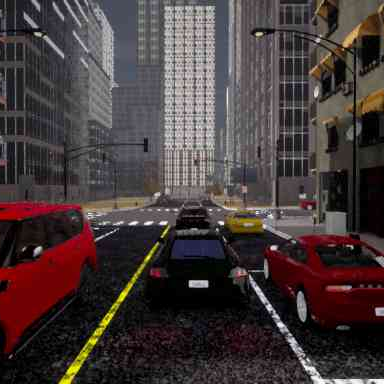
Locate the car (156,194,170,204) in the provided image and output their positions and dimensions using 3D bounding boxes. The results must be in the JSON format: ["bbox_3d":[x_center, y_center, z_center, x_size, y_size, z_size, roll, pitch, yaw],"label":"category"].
[{"bbox_3d":[-5.660,1.541,61.474,1.887,1.381,4.507,-1,0,0],"label":"car"}]

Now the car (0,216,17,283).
[{"bbox_3d":[-5.696,1.439,6.914,1.967,1.590,4.097,-1,0,0],"label":"car"}]

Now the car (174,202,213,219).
[{"bbox_3d":[0.087,1.502,17.763,1.837,1.490,4.892,0,0,-1],"label":"car"}]

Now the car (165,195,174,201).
[{"bbox_3d":[-5.648,1.522,83.543,1.752,1.417,4.829,-1,0,0],"label":"car"}]

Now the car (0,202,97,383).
[{"bbox_3d":[-3.090,1.221,4.952,2.150,2.045,5.566,0,0,0],"label":"car"}]

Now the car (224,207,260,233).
[{"bbox_3d":[2.693,1.523,18.112,1.752,1.417,4.829,-1,0,0],"label":"car"}]

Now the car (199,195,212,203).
[{"bbox_3d":[2.718,1.436,61.468,1.967,1.590,4.097,-1,0,0],"label":"car"}]

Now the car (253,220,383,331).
[{"bbox_3d":[2.686,1.543,6.895,1.887,1.381,4.507,-1,0,0],"label":"car"}]

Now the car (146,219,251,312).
[{"bbox_3d":[0.108,1.563,7.778,1.994,1.385,4.181,0,0,0],"label":"car"}]

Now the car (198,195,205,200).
[{"bbox_3d":[2.741,1.580,94.826,1.802,1.307,4.206,-1,0,0],"label":"car"}]

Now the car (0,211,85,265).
[{"bbox_3d":[-5.691,1.543,12.438,1.887,1.381,4.507,-1,0,0],"label":"car"}]

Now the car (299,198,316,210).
[{"bbox_3d":[14.274,1.255,37.060,4.507,1.381,1.887,-1,1,0],"label":"car"}]

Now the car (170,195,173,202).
[{"bbox_3d":[-5.659,1.311,67.034,2.192,1.841,5.009,-1,0,0],"label":"car"}]

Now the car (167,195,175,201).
[{"bbox_3d":[-5.643,1.542,89.272,1.887,1.381,4.507,-1,0,0],"label":"car"}]
